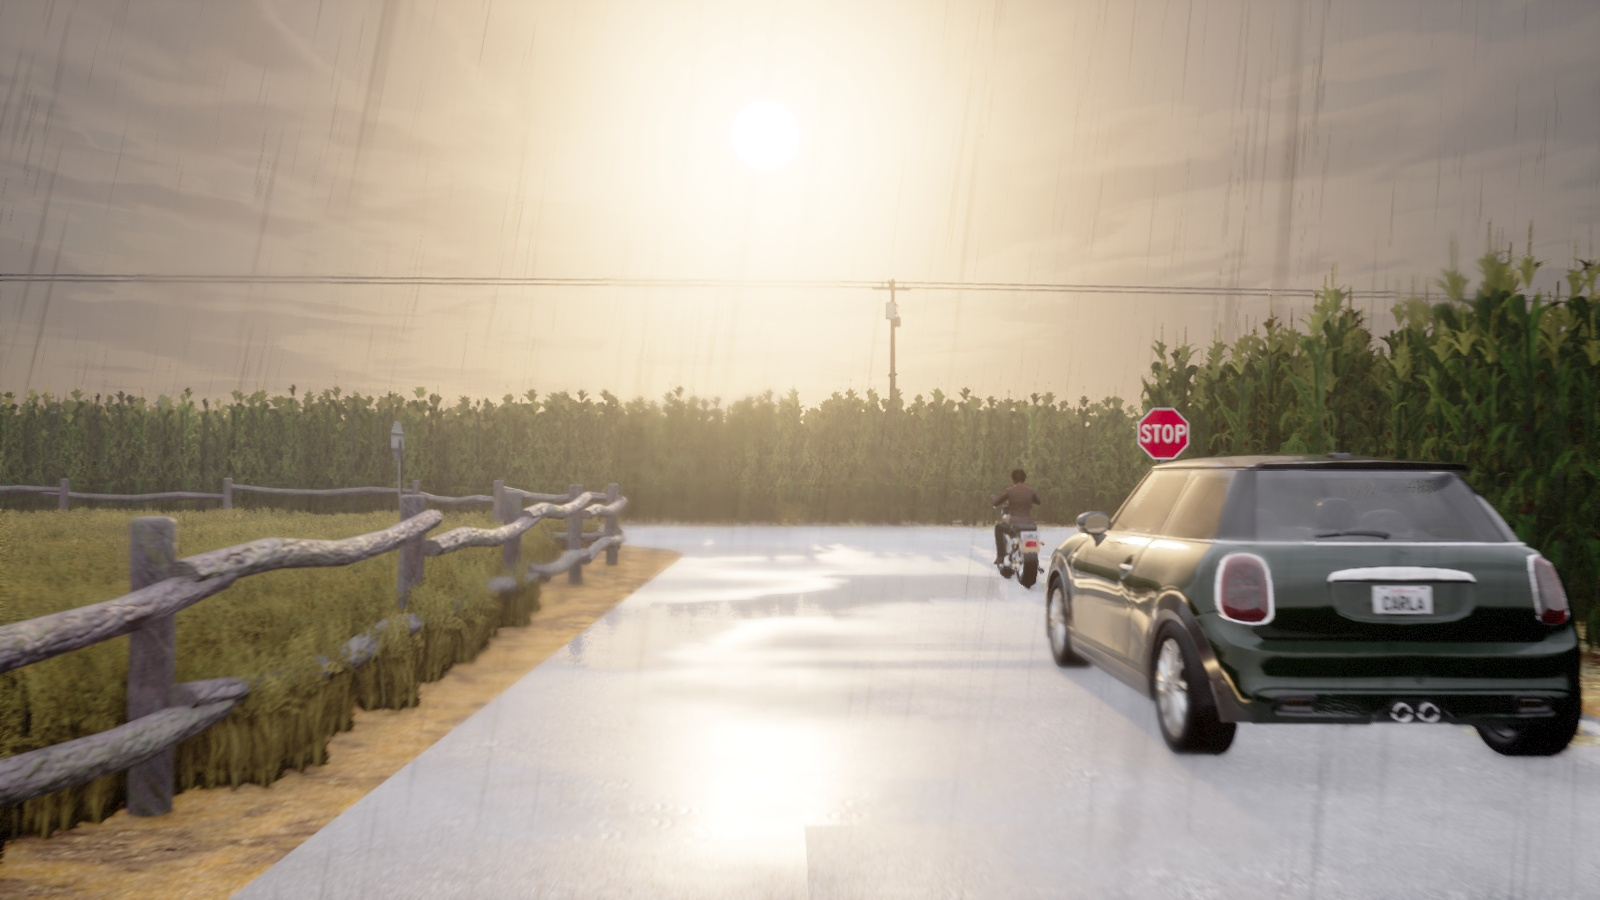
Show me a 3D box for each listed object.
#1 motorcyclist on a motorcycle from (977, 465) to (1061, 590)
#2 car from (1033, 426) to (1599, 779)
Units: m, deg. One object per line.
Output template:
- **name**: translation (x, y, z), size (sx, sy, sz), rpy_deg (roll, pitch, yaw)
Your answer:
- **motorcyclist on a motorcycle**: translation (3.056, 1.050, 17.758), size (0.766, 1.649, 2.350), rpy_deg (0, -1, 0)
- **car**: translation (3.078, 0.805, 8.610), size (2.097, 1.767, 4.553), rpy_deg (0, -1, 0)
